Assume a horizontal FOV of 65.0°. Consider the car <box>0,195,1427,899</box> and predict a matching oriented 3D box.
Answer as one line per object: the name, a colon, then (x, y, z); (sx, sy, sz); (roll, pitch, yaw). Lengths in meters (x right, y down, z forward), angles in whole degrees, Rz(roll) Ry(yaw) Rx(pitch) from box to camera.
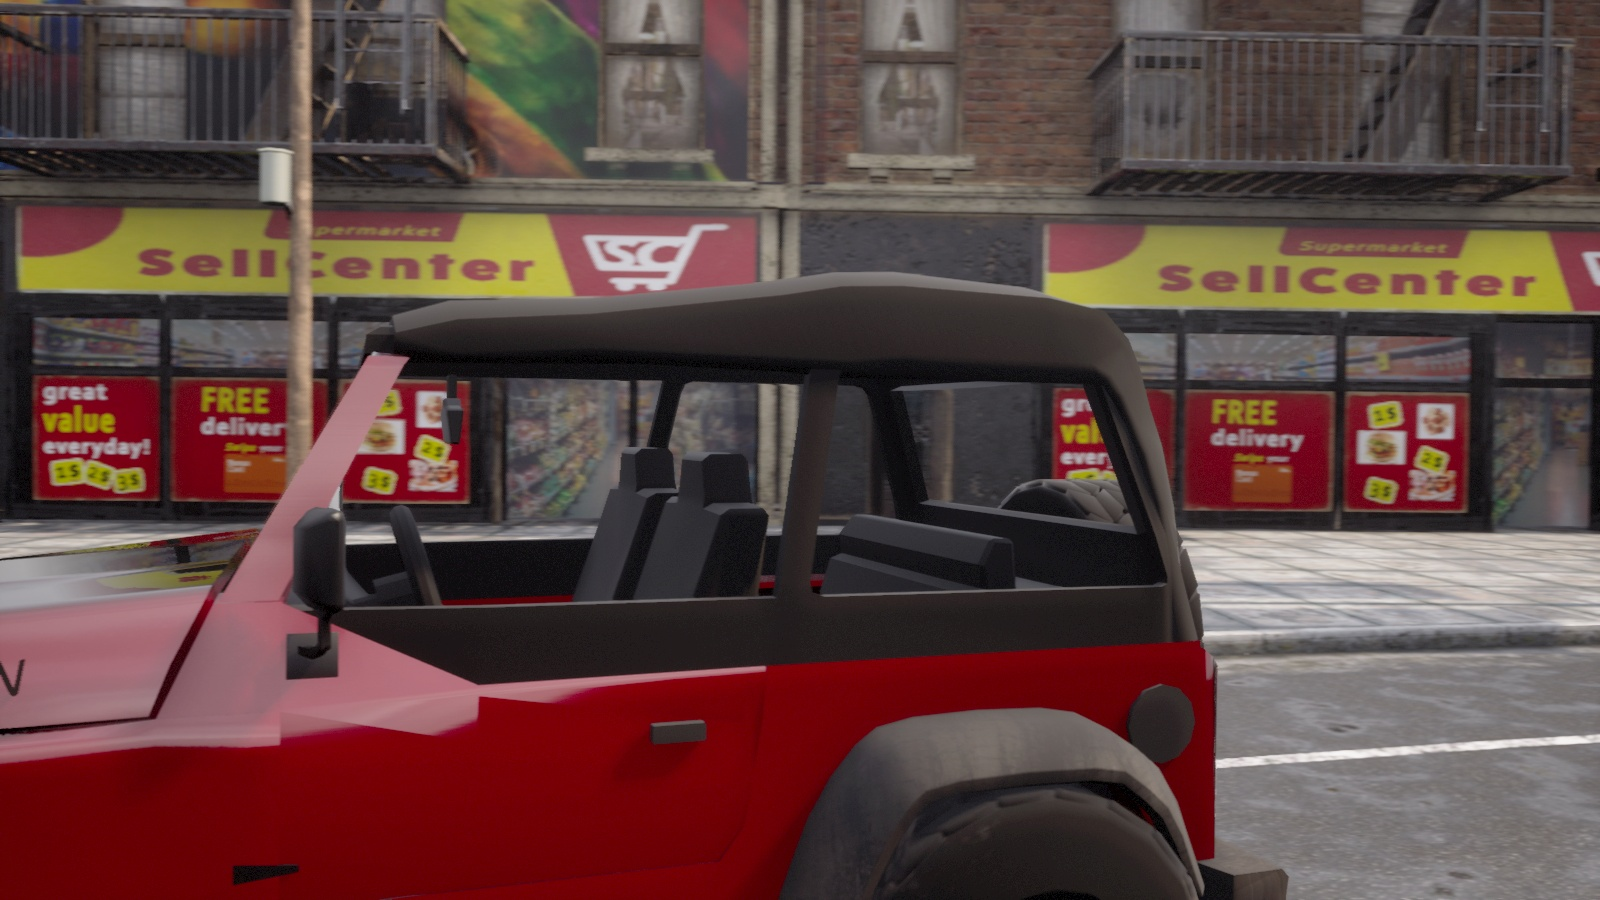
car: (-0.776, 0.550, 2.966); (3.866, 1.878, 1.905); (-1, 1, -20)
